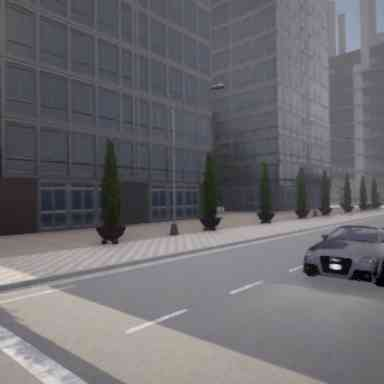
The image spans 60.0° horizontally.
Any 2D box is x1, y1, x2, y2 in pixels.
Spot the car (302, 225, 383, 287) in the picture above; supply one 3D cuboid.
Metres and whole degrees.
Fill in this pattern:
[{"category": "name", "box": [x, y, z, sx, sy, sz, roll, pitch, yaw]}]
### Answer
[{"category": "car", "box": [4.915, 1.684, 9.780, 1.994, 1.385, 4.181, -2, -1, 42]}]
